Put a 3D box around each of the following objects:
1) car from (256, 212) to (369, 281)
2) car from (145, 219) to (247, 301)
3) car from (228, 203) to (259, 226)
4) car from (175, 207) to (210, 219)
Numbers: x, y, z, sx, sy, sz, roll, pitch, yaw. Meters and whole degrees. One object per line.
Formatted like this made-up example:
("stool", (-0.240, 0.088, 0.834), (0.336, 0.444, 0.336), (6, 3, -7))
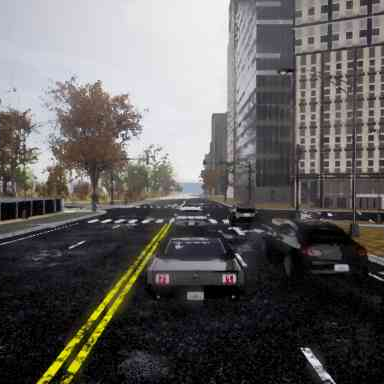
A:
("car", (3.341, 1.522, 9.734), (1.812, 1.442, 4.674), (0, 0, 0))
("car", (0.069, 1.598, 8.255), (1.895, 1.301, 4.718), (0, 0, 0))
("car", (3.655, 1.501, 23.511), (2.163, 1.488, 4.792), (0, 0, 4))
("car", (-0.002, 1.544, 18.311), (2.033, 1.411, 5.357), (0, 0, 0))
